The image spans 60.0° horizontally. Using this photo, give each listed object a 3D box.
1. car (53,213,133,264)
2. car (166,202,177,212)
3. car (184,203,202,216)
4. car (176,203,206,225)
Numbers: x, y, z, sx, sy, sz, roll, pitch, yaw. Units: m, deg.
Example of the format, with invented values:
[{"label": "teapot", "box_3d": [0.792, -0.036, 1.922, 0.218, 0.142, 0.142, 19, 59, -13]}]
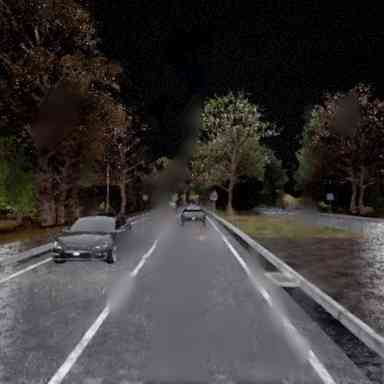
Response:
[{"label": "car", "box_3d": [-3.342, 1.561, 12.051, 1.837, 1.490, 4.892, 0, -1, 0]}, {"label": "car", "box_3d": [-3.256, 2.379, 55.365, 1.812, 1.442, 4.674, 1, 4, 1]}, {"label": "car", "box_3d": [0.127, 2.193, 42.692, 2.128, 1.511, 4.902, 0, -1, 0]}, {"label": "car", "box_3d": [0.117, 1.772, 26.633, 2.128, 1.511, 4.902, 0, -1, 0]}]
